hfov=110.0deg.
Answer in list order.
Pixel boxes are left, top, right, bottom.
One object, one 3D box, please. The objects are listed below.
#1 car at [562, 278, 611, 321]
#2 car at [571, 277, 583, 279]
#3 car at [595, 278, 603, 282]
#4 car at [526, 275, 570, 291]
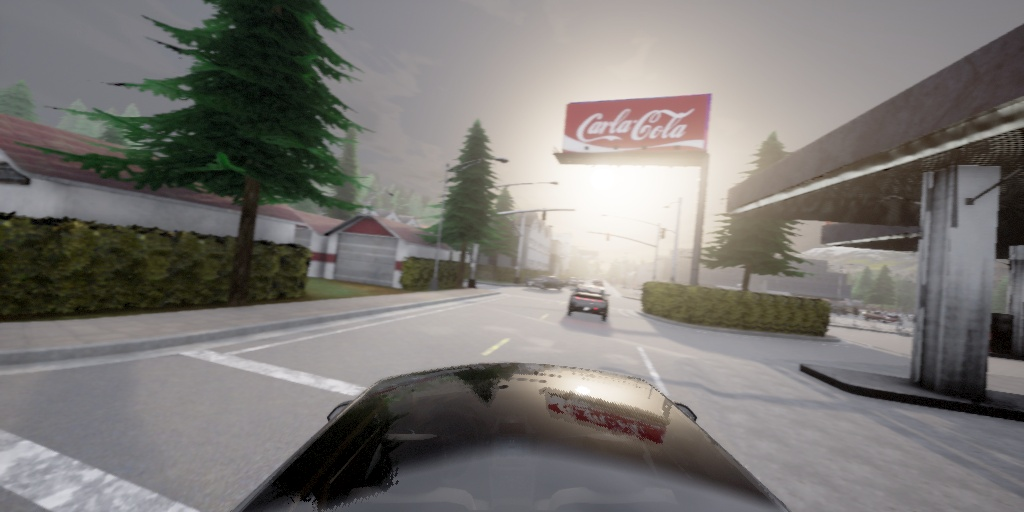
[{"bbox_3d":[3.931,2.220,18.192,2.128,1.511,4.902,7,0,14],"label":"car"},{"bbox_3d":[8.882,3.865,52.853,2.128,1.511,4.902,6,-2,14],"label":"car"},{"bbox_3d":[13.998,4.624,58.624,1.837,1.490,4.892,6,-2,14],"label":"car"},{"bbox_3d":[3.547,2.809,37.762,2.128,1.511,4.902,5,-1,43],"label":"car"}]
